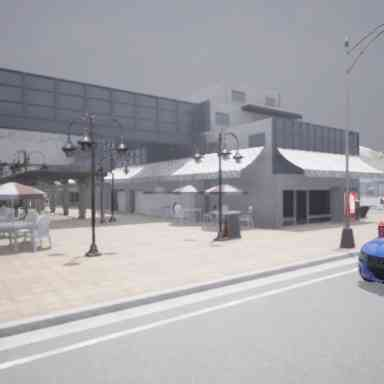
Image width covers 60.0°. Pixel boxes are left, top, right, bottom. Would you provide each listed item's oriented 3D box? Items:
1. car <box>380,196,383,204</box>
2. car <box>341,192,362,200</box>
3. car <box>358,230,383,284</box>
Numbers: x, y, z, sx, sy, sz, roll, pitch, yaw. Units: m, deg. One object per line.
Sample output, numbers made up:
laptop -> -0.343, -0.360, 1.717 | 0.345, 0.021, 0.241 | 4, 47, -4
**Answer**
car -> 28.599, 0.931, 47.594 | 3.806, 1.475, 1.970 | -1, 0, -36
car -> 33.902, 0.823, 70.730 | 4.514, 1.523, 2.007 | -1, 0, -36
car -> 6.122, 1.384, 8.297 | 5.008, 1.535, 1.882 | 0, 0, -35
